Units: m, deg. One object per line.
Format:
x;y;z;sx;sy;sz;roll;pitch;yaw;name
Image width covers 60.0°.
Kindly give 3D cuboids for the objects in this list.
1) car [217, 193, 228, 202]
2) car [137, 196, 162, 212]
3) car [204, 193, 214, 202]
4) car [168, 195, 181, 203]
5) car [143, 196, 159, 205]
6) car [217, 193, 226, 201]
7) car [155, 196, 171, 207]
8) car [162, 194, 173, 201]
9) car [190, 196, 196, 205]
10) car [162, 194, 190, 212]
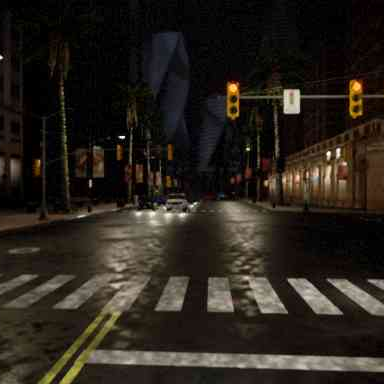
7.398;1.492;78.151;2.128;1.511;4.902;0;0;2;car
-5.178;1.490;39.352;1.837;1.490;4.892;0;0;3;car
3.888;1.194;77.960;2.150;2.045;5.566;0;0;2;car
-3.569;1.471;69.159;2.128;1.511;4.902;0;0;3;car
-7.257;1.491;59.562;2.161;1.482;4.786;0;0;2;car
7.797;1.183;88.223;2.150;2.045;5.566;0;0;2;car
-4.505;1.457;52.539;1.882;1.535;5.008;0;0;3;car
-6.080;1.323;81.462;2.185;1.767;4.553;0;0;2;car
-0.759;1.482;57.038;1.837;1.490;4.892;0;0;3;car
-1.724;1.207;38.370;2.150;2.045;5.566;0;0;3;car
